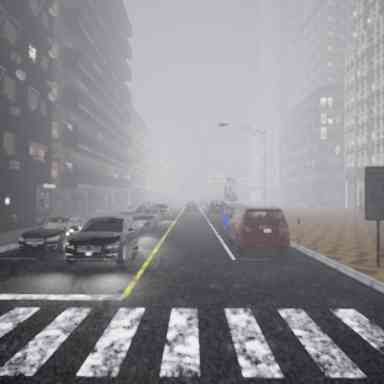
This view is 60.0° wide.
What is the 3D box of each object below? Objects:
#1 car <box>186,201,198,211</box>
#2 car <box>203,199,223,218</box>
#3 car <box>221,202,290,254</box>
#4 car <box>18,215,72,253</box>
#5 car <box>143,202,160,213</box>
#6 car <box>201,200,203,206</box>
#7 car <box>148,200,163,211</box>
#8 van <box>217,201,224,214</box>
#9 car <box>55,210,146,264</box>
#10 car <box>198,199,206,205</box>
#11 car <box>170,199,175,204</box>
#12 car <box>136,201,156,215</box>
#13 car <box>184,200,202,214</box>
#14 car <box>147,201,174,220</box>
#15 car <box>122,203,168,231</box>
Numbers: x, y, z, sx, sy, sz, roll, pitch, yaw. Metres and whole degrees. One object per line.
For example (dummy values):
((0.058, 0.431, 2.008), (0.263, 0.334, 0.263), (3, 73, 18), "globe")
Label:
((-0.036, 2.177, 53.403), (1.882, 1.535, 5.008), (0, -1, 0), "car")
((2.663, 1.789, 36.321), (2.192, 1.841, 5.009), (0, -1, 0), "car")
((2.680, 1.494, 14.217), (2.192, 1.841, 5.009), (0, -1, 0), "car")
((-5.700, 1.692, 14.208), (2.008, 1.369, 4.403), (0, -1, 0), "car")
((-5.726, 2.172, 47.365), (1.802, 1.307, 4.206), (0, -1, 0), "car")
((2.654, 2.172, 47.371), (1.887, 1.381, 4.507), (0, -1, 0), "car")
((-5.730, 2.107, 52.893), (1.967, 1.590, 4.097), (0, -1, 0), "car")
((2.675, 1.592, 19.743), (1.690, 1.788, 3.998), (0, -1, 0), "van")
((-3.105, 1.635, 12.404), (1.837, 1.490, 4.892), (0, -1, 0), "car")
((2.624, 2.622, 86.054), (1.967, 1.590, 4.097), (0, -1, 0), "car")
((-5.756, 2.690, 86.048), (1.887, 1.381, 4.507), (0, -1, 0), "car")
((-5.722, 1.954, 41.841), (1.967, 1.590, 4.097), (0, -1, 0), "car")
((-0.029, 2.124, 43.402), (1.994, 1.385, 4.181), (0, -1, 0), "car")
((-3.100, 1.912, 33.218), (1.837, 1.490, 4.892), (0, -1, 0), "car")
((-3.109, 1.757, 22.804), (2.128, 1.511, 4.902), (0, -1, 0), "car")
